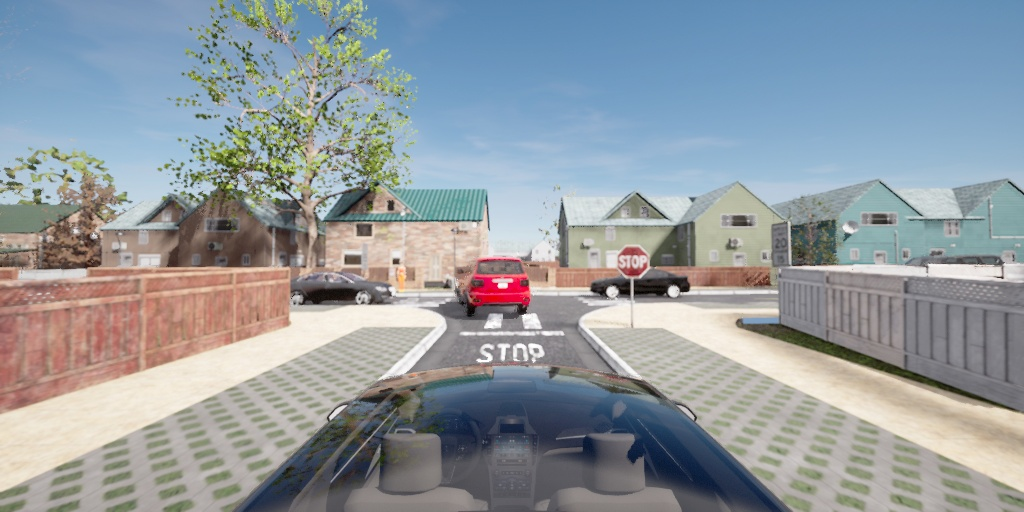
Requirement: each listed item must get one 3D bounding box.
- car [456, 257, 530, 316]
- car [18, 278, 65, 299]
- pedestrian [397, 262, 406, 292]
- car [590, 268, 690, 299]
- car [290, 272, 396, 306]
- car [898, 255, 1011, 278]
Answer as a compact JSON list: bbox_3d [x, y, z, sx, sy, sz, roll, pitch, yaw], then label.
[{"bbox_3d":[-0.890,1.087,14.149,2.150,2.045,5.566,0,-1,-13],"label":"car"},{"bbox_3d":[-27.233,1.855,19.181,4.718,1.301,1.895,-1,-2,1],"label":"car"},{"bbox_3d":[-6.731,1.269,21.859,0.375,1.860,0.375,0,-1,1],"label":"pedestrian"},{"bbox_3d":[6.615,1.385,18.779,5.008,1.535,1.882,-1,-2,1],"label":"car"},{"bbox_3d":[-7.721,1.435,16.003,4.902,1.511,2.128,0,-2,1],"label":"car"},{"bbox_3d":[22.156,0.995,18.600,5.566,2.045,2.150,-1,-2,1],"label":"car"}]
